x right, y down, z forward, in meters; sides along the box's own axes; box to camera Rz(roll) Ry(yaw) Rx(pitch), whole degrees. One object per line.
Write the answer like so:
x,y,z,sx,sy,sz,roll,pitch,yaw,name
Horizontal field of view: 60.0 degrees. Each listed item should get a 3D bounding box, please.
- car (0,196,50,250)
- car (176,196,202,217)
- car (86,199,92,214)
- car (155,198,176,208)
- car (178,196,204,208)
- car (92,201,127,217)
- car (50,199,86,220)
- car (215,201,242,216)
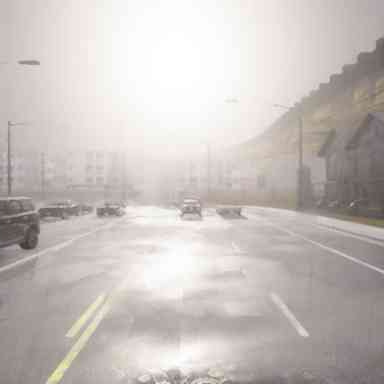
-7.115,1.169,11.123,2.150,2.045,5.566,0,0,0,car
-0.131,1.396,29.545,2.033,1.411,5.357,0,0,-2,car
-10.855,1.399,33.357,1.994,1.385,4.181,0,0,-9,car
-3.319,1.378,43.716,1.895,1.301,4.718,0,0,-24,car
-0.182,1.294,45.200,1.812,1.442,4.674,0,0,-24,car
-7.084,1.452,29.612,1.895,1.301,4.718,0,0,-1,car
-10.585,1.344,27.001,1.882,1.535,5.008,0,0,0,car
3.303,1.441,30.789,1.895,1.301,4.718,0,0,-3,car
